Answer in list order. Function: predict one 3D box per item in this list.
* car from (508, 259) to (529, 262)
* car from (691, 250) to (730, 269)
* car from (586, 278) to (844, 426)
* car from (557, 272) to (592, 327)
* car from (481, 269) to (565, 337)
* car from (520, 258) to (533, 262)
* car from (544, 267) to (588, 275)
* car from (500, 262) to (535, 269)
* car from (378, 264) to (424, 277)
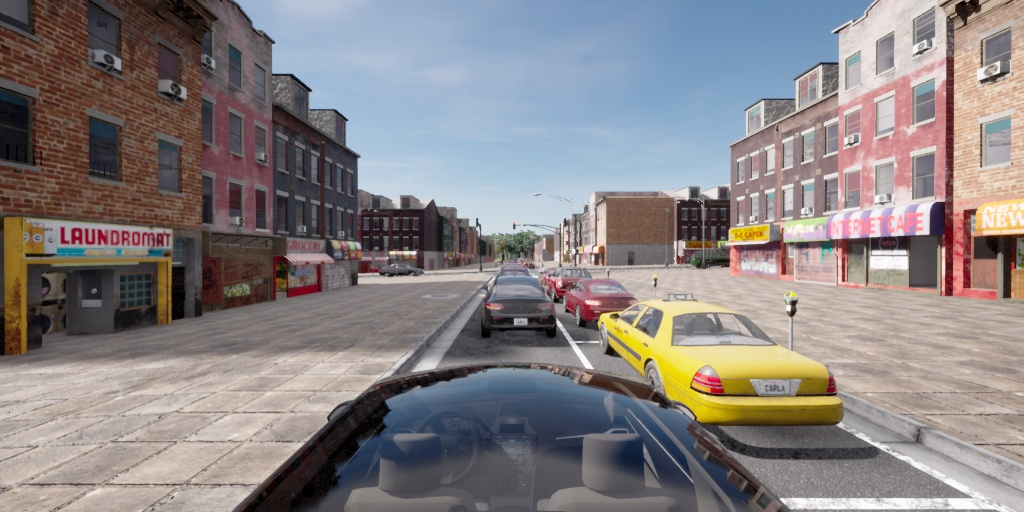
[{"bbox_3d":[0.101,1.248,27.092,1.882,1.535,5.008,0,0,0],"label":"car"},{"bbox_3d":[22.793,0.378,39.674,5.566,2.045,2.150,-1,0,0],"label":"car"},{"bbox_3d":[2.642,1.275,5.895,1.751,1.417,4.829,0,0,0],"label":"car"},{"bbox_3d":[2.650,1.334,11.192,1.802,1.307,4.207,0,0,0],"label":"car"},{"bbox_3d":[0.117,1.277,10.167,1.812,1.442,4.674,0,0,-2],"label":"car"},{"bbox_3d":[2.720,1.316,59.465,1.967,1.591,4.097,0,0,0],"label":"car"},{"bbox_3d":[2.658,1.195,16.658,1.967,1.591,4.097,0,0,0],"label":"car"},{"bbox_3d":[0.111,1.248,17.532,2.128,1.511,4.902,0,0,0],"label":"car"},{"bbox_3d":[-12.214,1.624,39.659,4.902,1.511,2.128,-2,0,0],"label":"car"}]
